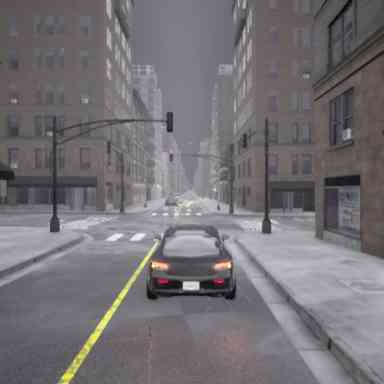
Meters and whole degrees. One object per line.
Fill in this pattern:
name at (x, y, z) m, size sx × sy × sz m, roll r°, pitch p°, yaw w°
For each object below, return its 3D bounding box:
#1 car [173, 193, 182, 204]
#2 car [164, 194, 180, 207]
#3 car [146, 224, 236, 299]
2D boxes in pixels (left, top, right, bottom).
car at (-3.160, 1.278, 67.122) m, size 2.150 × 2.045 × 5.566 m, roll 0°, pitch 0°, yaw 0°
car at (-3.199, 1.540, 51.422) m, size 1.837 × 1.490 × 4.892 m, roll 0°, pitch 0°, yaw 0°
car at (-0.012, 1.521, 8.280) m, size 1.812 × 1.442 × 4.674 m, roll 0°, pitch 0°, yaw 0°
